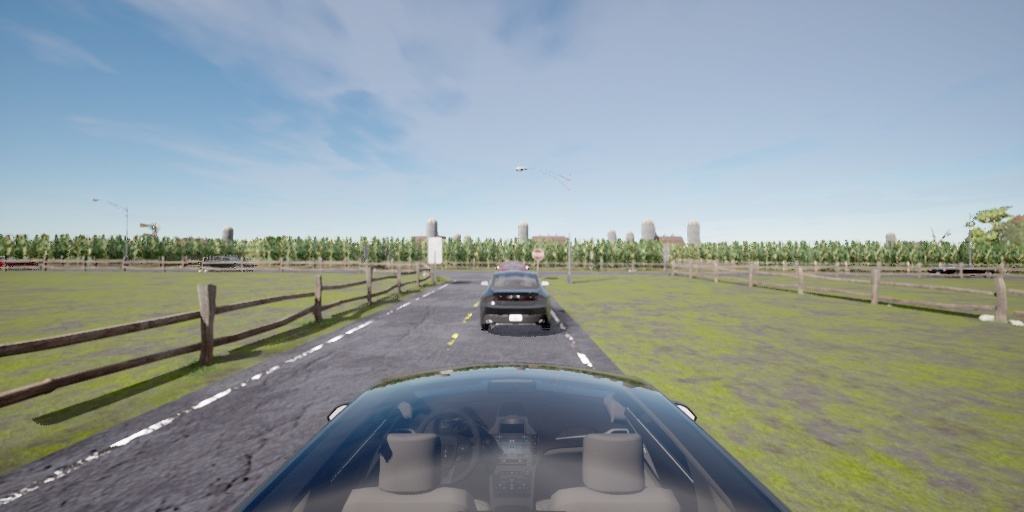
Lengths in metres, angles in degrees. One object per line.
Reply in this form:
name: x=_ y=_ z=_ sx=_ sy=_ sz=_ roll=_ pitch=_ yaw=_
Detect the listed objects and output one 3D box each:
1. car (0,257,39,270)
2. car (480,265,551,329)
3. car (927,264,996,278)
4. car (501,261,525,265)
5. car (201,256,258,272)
car: x=-50.789 y=0.737 z=35.961 sx=4.718 sy=1.301 sz=1.895 roll=0 pitch=0 yaw=1
car: x=0.089 y=1.185 z=10.895 sx=1.837 sy=1.490 sz=4.892 roll=0 pitch=1 yaw=0
car: x=44.522 y=1.446 z=35.543 sx=4.718 sy=1.301 sz=1.895 roll=1 pitch=0 yaw=1
car: x=0.050 y=1.065 z=22.672 sx=1.882 sy=1.535 sz=5.008 roll=0 pitch=0 yaw=-1
car: x=-28.138 y=0.779 z=35.784 sx=4.892 sy=1.490 sz=1.837 roll=1 pitch=0 yaw=0
